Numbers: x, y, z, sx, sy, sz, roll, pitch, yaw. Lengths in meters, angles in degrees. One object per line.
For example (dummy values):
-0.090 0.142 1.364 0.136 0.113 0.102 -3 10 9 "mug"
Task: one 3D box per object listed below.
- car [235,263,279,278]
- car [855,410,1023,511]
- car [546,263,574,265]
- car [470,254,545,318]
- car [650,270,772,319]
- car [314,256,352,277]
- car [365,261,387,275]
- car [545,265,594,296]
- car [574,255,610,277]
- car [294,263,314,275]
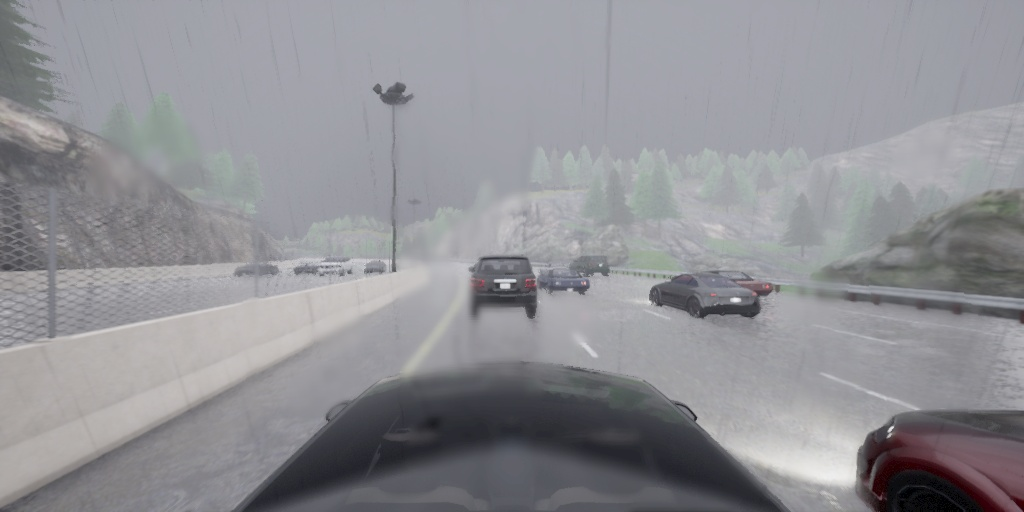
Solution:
-24.744 1.344 35.079 2.033 1.411 5.357 0 0 -12 "car"
3.506 1.306 0.855 1.994 1.385 4.181 0 0 0 "car"
4.052 1.335 34.538 1.895 1.301 4.718 0 0 -10 "car"
-0.369 0.969 13.147 2.150 2.045 5.566 0 0 -4 "car"
6.627 1.297 12.811 1.994 1.385 4.181 0 0 -3 "car"
-17.961 1.001 36.748 2.150 2.045 5.566 0 0 -12 "car"
-15.163 1.279 40.217 1.837 1.490 4.892 0 0 -13 "car"
2.626 1.341 19.410 1.895 1.301 4.718 0 0 -5 "car"
7.527 0.948 34.963 2.150 2.045 5.566 0 0 -10 "car"
-22.102 1.391 39.239 1.895 1.301 4.718 0 0 -13 "car"
